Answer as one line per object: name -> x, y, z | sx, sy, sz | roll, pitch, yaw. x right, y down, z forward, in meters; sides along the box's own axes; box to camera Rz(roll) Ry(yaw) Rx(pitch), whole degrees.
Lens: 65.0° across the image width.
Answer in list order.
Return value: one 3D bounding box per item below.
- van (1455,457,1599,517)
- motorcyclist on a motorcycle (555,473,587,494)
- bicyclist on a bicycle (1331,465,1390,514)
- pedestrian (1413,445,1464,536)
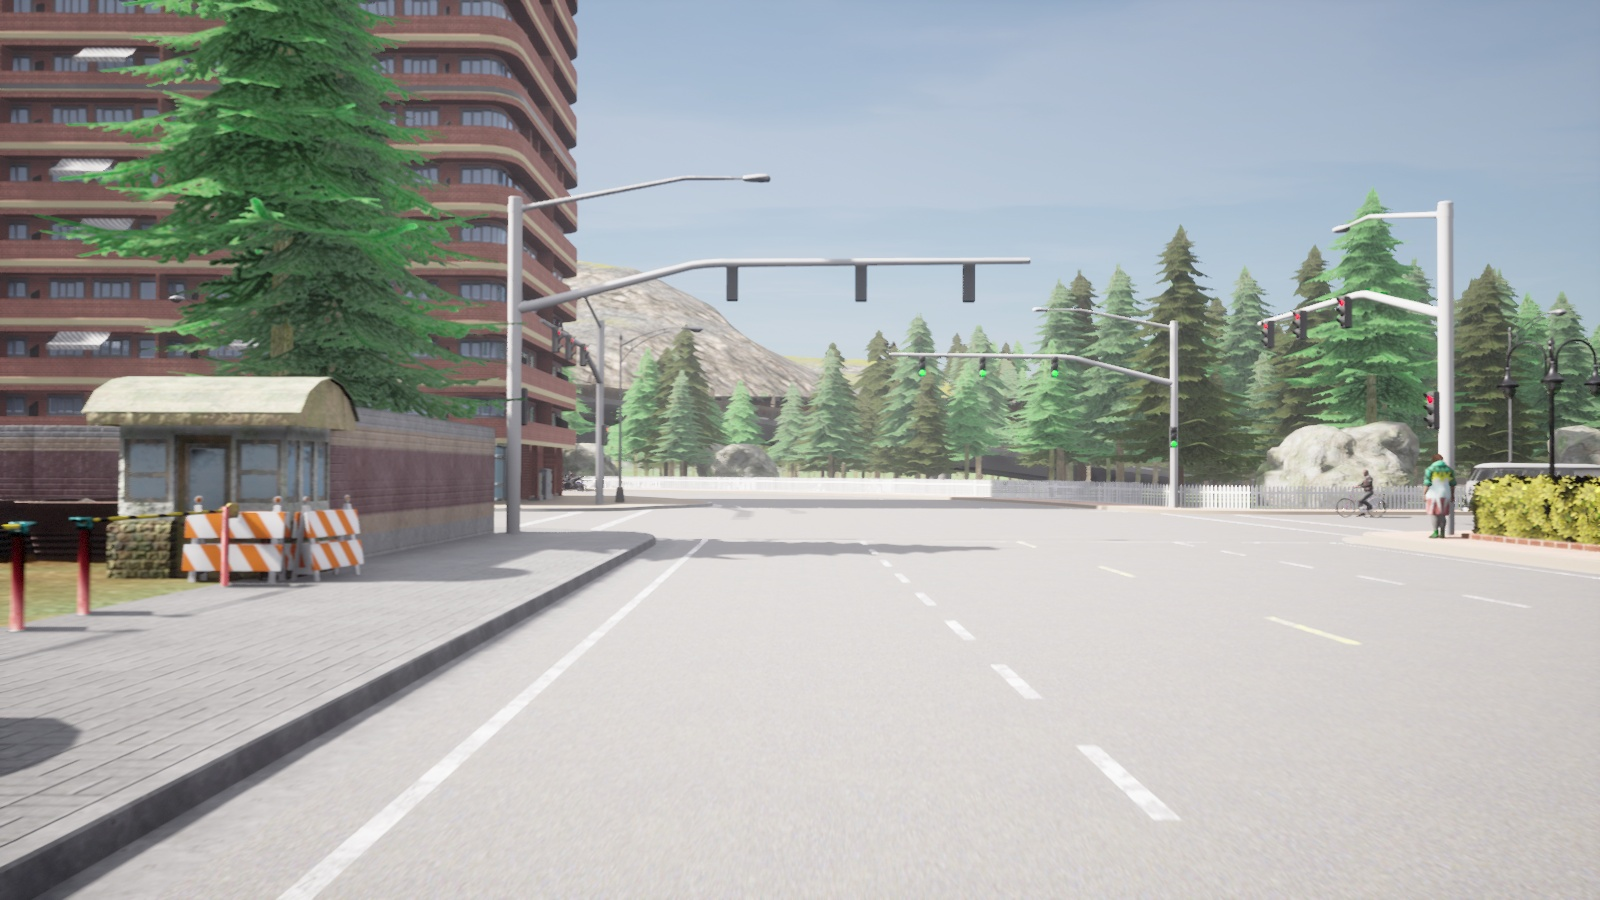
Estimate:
van -> 24.848, 1.237, 42.496 | 4.442, 1.987, 1.775 | 0, -1, 0
motorcyclist on a motorcycle -> -16.785, 2.456, 92.020 | 2.191, 1.530, 0.866 | -1, -1, 26
bicyclist on a bicycle -> 20.513, 1.430, 45.976 | 1.843, 1.776, 0.659 | 0, -1, 0
pedestrian -> 13.873, 0.871, 27.319 | 0.659, 1.952, 0.873 | 0, -1, 2
